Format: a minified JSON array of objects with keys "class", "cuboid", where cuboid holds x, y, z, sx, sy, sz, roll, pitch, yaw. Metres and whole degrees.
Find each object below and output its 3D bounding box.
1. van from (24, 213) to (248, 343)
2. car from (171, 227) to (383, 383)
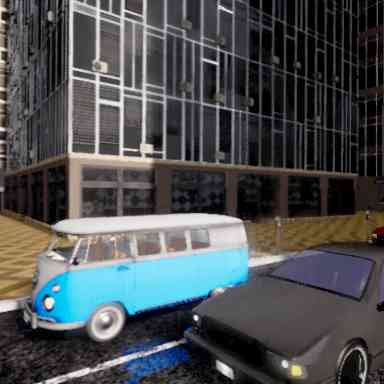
[{"class":"van","cuboid":[-0.752,1.334,6.159,3.998,1.788,1.690,0,1,-35]},{"class":"car","cuboid":[2.522,1.542,5.169,5.357,1.411,2.033,0,0,-36]}]
